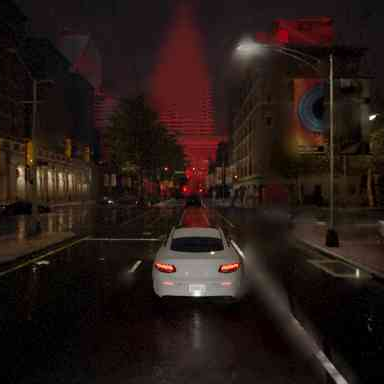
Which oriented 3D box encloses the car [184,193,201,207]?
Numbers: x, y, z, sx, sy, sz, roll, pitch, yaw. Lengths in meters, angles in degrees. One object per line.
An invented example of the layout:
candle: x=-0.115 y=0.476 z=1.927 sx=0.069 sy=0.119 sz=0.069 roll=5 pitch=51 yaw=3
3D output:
car: x=0.259 y=1.352 z=50.289 sx=2.097 sy=1.767 sz=4.553 roll=0 pitch=0 yaw=2

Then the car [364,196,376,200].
car: x=34.771 y=1.481 z=68.044 sx=2.231 sy=1.521 sz=4.892 roll=0 pitch=0 yaw=0

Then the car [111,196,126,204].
car: x=-14.699 y=1.505 z=66.358 sx=1.837 sy=1.490 sz=4.892 roll=0 pitch=0 yaw=1

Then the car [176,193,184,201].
car: x=-3.085 y=1.218 z=86.476 sx=2.150 sy=2.045 sz=5.566 roll=0 pitch=0 yaw=0

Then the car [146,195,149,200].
car: x=-11.132 y=1.355 z=76.787 sx=2.097 sy=1.767 sz=4.553 roll=0 pitch=0 yaw=0

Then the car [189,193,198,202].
car: x=0.375 y=1.225 z=78.083 sx=2.150 sy=2.045 sz=5.566 roll=0 pitch=0 yaw=0

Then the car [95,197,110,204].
car: x=-17.930 y=1.595 z=66.904 sx=1.895 sy=1.301 sz=4.718 roll=0 pitch=0 yaw=0

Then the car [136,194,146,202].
car: x=-11.201 y=1.547 z=66.567 sx=2.033 sy=1.411 sz=5.357 roll=0 pitch=0 yaw=1

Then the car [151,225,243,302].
car: x=0.115 y=1.526 z=8.149 sx=1.812 sy=1.442 sz=4.674 roll=0 pitch=0 yaw=1

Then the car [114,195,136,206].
car: x=-11.313 y=1.478 z=56.753 sx=1.882 sy=1.535 sz=5.008 roll=0 pitch=0 yaw=0

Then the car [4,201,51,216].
car: x=-16.032 y=1.564 z=32.556 sx=4.181 sy=1.385 sz=1.994 roll=0 pitch=0 yaw=-18

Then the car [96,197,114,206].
car: x=-14.812 y=1.547 z=56.819 sx=2.033 sy=1.411 sz=5.357 roll=0 pitch=0 yaw=0

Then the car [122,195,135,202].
car: x=-14.633 y=1.478 z=76.772 sx=1.882 sy=1.535 sz=5.008 roll=0 pitch=0 yaw=0
